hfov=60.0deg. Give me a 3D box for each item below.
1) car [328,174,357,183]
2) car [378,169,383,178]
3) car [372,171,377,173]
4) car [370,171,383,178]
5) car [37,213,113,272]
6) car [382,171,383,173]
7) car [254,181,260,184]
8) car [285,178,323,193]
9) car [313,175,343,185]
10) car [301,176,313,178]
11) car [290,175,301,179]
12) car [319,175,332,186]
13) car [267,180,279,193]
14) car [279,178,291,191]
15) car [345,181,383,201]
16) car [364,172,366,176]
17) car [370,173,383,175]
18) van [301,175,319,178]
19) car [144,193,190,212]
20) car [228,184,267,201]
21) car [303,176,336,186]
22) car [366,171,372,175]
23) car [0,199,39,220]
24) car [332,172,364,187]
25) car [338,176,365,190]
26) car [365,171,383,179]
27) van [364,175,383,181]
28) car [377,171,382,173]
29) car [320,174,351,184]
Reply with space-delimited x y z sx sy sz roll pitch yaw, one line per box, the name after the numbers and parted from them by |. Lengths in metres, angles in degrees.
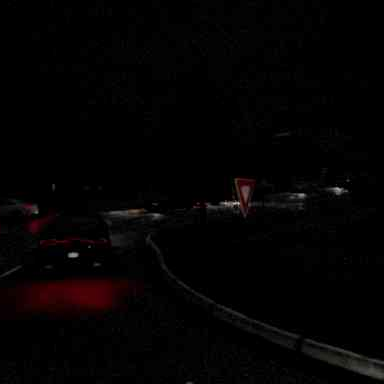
28.795 -2.599 63.664 4.892 1.521 2.231 -1 4 29 | car
48.552 -4.700 81.043 5.566 2.045 2.435 -1 3 29 | car
35.395 -3.383 69.450 4.553 1.767 2.185 -2 4 29 | car
44.175 -4.076 77.197 5.008 1.535 2.097 -1 3 29 | car
-3.621 1.406 10.740 1.882 1.535 5.008 0 1 -15 | car
39.792 -3.804 73.311 4.553 1.767 2.185 -1 4 29 | car
6.912 -0.364 44.139 4.792 1.488 2.163 -2 3 28 | car
14.905 -0.694 44.078 4.674 1.442 1.812 -5 4 -38 | car
24.435 -2.131 59.774 4.792 1.488 2.163 -1 3 29 | car
15.648 -1.278 52.003 5.008 1.535 2.097 -1 3 28 | car
13.477 -1.182 50.012 4.553 1.767 2.185 -2 4 28 | car
20.193 -1.727 55.809 5.366 1.575 1.946 -1 3 28 | car
9.093 -0.739 46.089 4.553 1.767 2.185 -2 4 28 | car
11.240 -0.805 48.089 4.792 1.488 2.163 -1 4 28 | car
17.204 0.023 30.609 5.008 1.535 2.097 0 5 30 | car
30.989 -2.818 65.598 4.892 1.521 2.231 -2 4 29 | car
21.759 -0.676 34.433 5.566 2.045 2.435 0 5 30 | car
17.726 -1.721 53.994 4.442 1.987 1.878 -2 4 28 | van
-1.909 0.848 29.431 5.008 1.535 1.882 -4 4 -41 | car
5.820 0.241 36.294 4.181 1.385 1.994 -6 5 -41 | car
22.212 -1.940 57.849 5.008 1.535 2.097 -1 3 28 | car
33.184 -3.040 67.536 5.008 1.535 2.097 -2 4 29 | car
-13.442 1.194 23.709 4.674 1.442 1.812 1 0 -3 | car
23.887 -1.696 50.861 4.553 1.767 2.097 -5 4 -40 | car
20.614 -0.724 39.579 1.882 1.535 5.008 -5 4 -33 | car
41.982 -3.882 75.262 5.008 1.535 2.097 -1 3 29 | car
19.595 -0.426 32.451 4.442 1.987 1.878 0 5 30 | van
37.579 -3.432 71.416 4.674 1.452 2.002 -1 3 29 | car
26.594 -2.380 61.735 5.008 1.535 2.097 -1 3 29 | car
